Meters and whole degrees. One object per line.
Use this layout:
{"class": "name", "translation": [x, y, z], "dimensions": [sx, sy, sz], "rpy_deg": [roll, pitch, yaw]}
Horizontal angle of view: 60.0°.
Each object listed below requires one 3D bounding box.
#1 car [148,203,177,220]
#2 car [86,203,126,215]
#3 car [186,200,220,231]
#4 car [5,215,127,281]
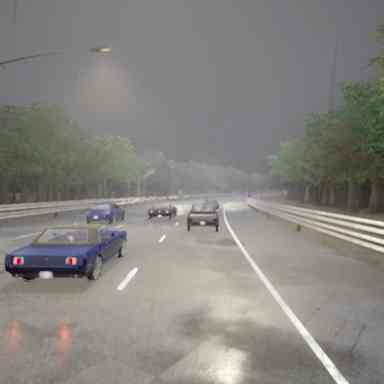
{"class": "car", "translation": [-2.350, 1.560, 27.950], "dimensions": [1.895, 1.301, 4.718], "rpy_deg": [0, 0, 4]}
{"class": "car", "translation": [-6.115, 1.482, 23.941], "dimensions": [1.812, 1.442, 4.674], "rpy_deg": [0, 0, 3]}
{"class": "car", "translation": [0.699, 1.462, 20.426], "dimensions": [2.128, 1.511, 4.902], "rpy_deg": [0, 0, 3]}
{"class": "car", "translation": [-3.240, 1.582, 9.739], "dimensions": [1.895, 1.301, 4.718], "rpy_deg": [0, 0, 1]}
